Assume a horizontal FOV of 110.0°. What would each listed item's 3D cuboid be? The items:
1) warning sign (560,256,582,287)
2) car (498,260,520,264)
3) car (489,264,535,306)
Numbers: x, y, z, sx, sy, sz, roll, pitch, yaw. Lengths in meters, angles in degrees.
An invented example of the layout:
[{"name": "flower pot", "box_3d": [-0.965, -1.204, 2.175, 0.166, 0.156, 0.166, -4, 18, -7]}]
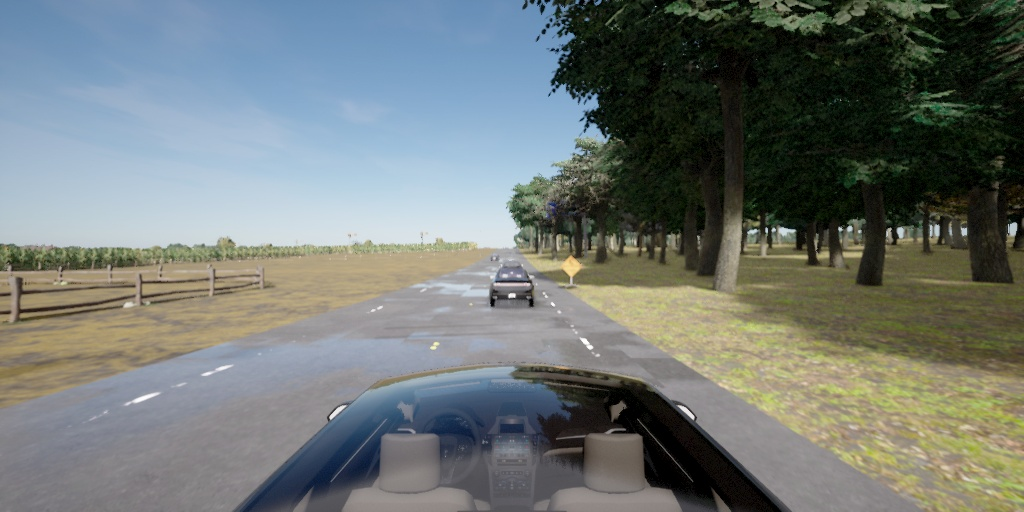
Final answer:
[{"name": "warning sign", "box_3d": [3.545, 0.906, 21.402, 1.300, 1.860, 1.060, 0, 0, 0]}, {"name": "car", "box_3d": [-0.001, 1.176, 31.304, 1.882, 1.535, 5.008, 0, 1, 0]}, {"name": "car", "box_3d": [0.001, 1.301, 16.128, 2.128, 1.511, 4.902, 0, 0, 0]}]
